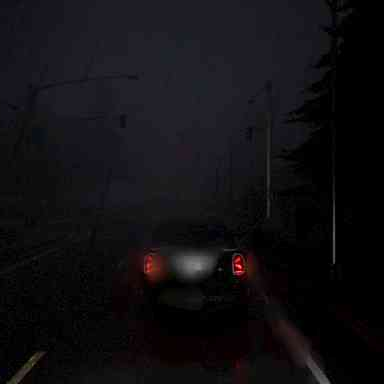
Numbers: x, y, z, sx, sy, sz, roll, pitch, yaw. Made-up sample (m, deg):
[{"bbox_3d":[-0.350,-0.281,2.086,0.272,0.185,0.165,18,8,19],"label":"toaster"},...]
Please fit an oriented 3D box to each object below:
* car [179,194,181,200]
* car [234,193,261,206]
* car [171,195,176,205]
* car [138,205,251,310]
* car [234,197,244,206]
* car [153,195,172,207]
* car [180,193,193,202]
[{"bbox_3d":[-2.137,1.158,83.504,2.097,1.767,4.553,0,0,-13],"label":"car"},{"bbox_3d":[8.490,1.146,51.233,3.866,1.878,1.905,0,0,-1],"label":"car"},{"bbox_3d":[-4.059,1.475,52.754,1.837,1.490,4.892,0,0,0],"label":"car"},{"bbox_3d":[0.070,1.352,8.006,2.097,1.767,4.553,0,0,1],"label":"car"},{"bbox_3d":[8.902,1.144,48.722,4.605,1.855,1.932,0,0,-1],"label":"car"},{"bbox_3d":[-3.998,1.496,43.580,1.812,1.442,4.674,0,0,0],"label":"car"},{"bbox_3d":[-0.860,1.555,73.369,1.895,1.301,4.718,0,0,-7],"label":"car"}]
